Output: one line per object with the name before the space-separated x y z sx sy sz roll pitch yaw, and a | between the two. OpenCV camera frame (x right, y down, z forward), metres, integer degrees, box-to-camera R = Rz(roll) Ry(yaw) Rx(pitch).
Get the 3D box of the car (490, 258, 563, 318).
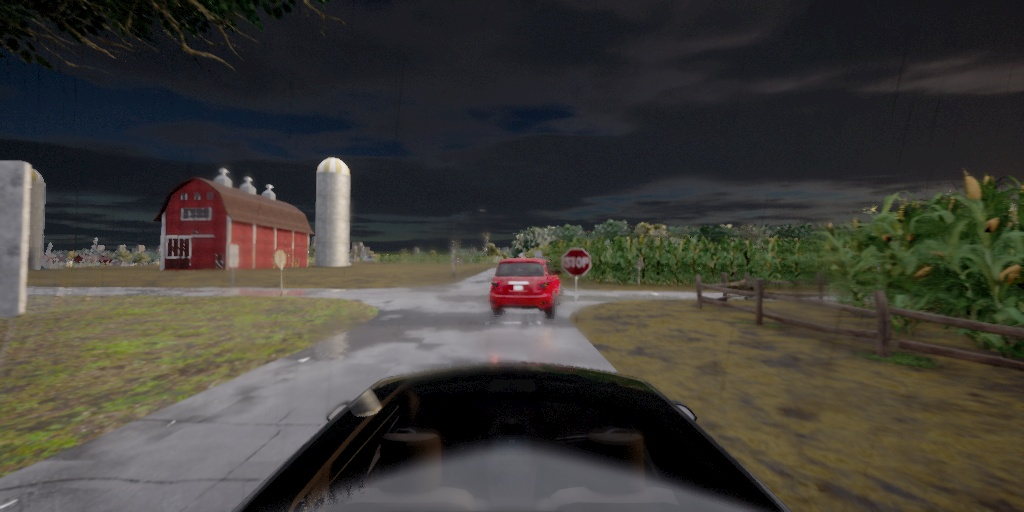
car | 0.720 1.101 13.969 2.150 2.045 5.566 -1 0 11
